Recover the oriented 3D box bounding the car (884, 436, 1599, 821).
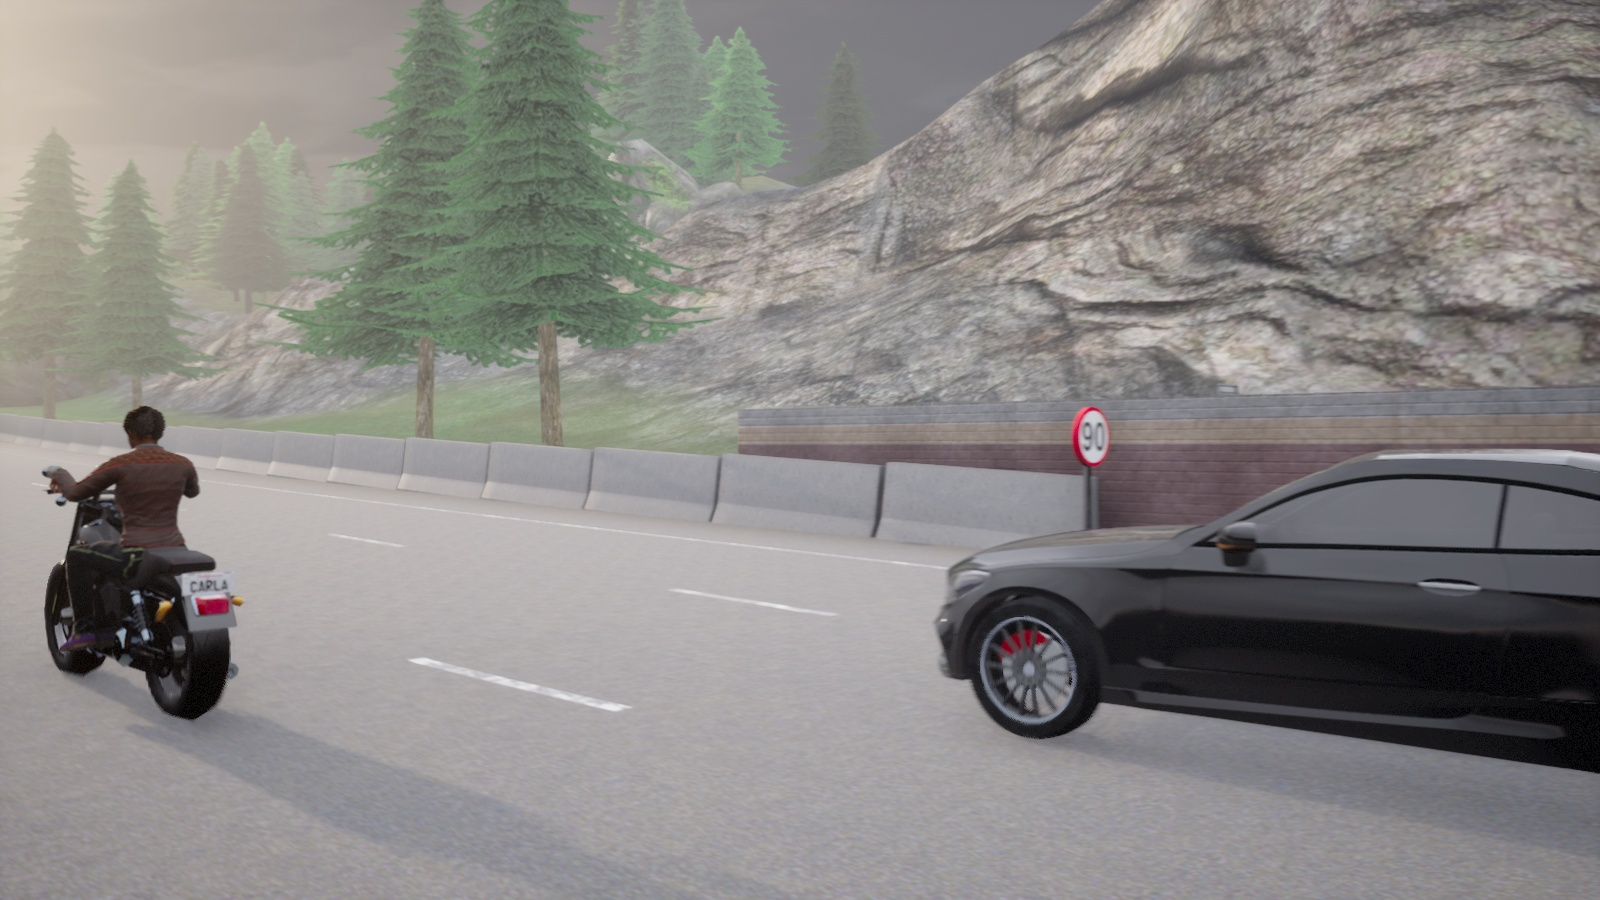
[{"bbox_3d":[2.875,0.662,5.953,4.674,1.442,1.812,0,1,35],"label":"car"}]

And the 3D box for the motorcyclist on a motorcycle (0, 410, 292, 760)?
[{"bbox_3d":[-3.746,0.630,6.991,2.350,1.649,0.766,0,1,43],"label":"motorcyclist on a motorcycle"}]
